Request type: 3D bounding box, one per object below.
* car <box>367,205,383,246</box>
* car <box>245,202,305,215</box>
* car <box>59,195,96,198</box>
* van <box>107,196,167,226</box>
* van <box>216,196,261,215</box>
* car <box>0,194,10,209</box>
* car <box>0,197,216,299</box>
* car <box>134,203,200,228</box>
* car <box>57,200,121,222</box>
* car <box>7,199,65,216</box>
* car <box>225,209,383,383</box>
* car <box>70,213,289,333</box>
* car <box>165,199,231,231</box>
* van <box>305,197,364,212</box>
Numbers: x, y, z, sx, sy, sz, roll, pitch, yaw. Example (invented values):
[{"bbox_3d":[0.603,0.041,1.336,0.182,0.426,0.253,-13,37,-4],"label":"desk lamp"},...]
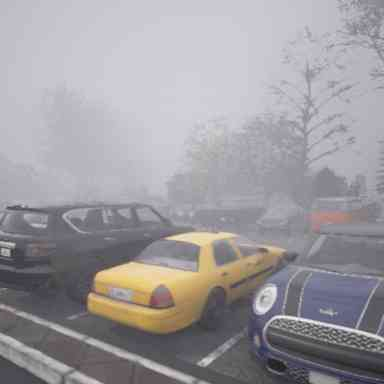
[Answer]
[{"bbox_3d":[9.740,1.459,15.570,2.097,1.535,5.008,0,0,35],"label":"car"},{"bbox_3d":[5.236,1.492,18.766,2.231,1.521,4.892,0,0,35],"label":"car"},{"bbox_3d":[-11.021,1.275,30.258,2.435,2.045,5.566,1,0,35],"label":"car"},{"bbox_3d":[-4.050,1.330,25.201,1.878,1.987,4.442,0,0,35],"label":"van"},{"bbox_3d":[2.995,1.281,20.492,1.878,1.987,4.442,0,0,35],"label":"van"},{"bbox_3d":[-24.740,1.202,39.985,2.185,1.767,4.553,1,0,35],"label":"car"},{"bbox_3d":[-1.972,1.240,8.496,2.435,2.045,5.566,0,0,35],"label":"car"},{"bbox_3d":[-1.657,1.569,23.687,2.163,1.488,4.792,-1,0,35],"label":"car"},{"bbox_3d":[-8.698,1.556,28.638,2.097,1.535,5.008,1,1,35],"label":"car"},{"bbox_3d":[-15.630,1.489,33.526,2.163,1.488,4.792,1,1,35],"label":"car"},{"bbox_3d":[2.641,1.333,5.229,2.185,1.767,4.553,0,0,35],"label":"car"},{"bbox_3d":[0.425,1.472,6.988,1.946,1.575,5.366,0,0,35],"label":"car"},{"bbox_3d":[0.506,1.399,22.075,2.185,1.767,4.553,0,0,35],"label":"car"},{"bbox_3d":[7.603,1.248,17.221,1.878,1.987,4.442,0,0,35],"label":"van"}]
